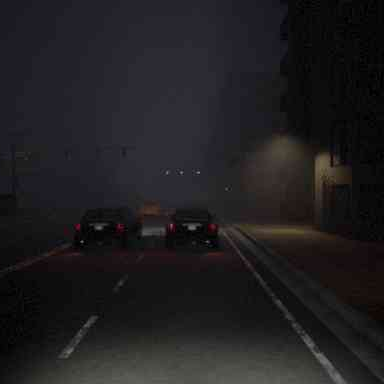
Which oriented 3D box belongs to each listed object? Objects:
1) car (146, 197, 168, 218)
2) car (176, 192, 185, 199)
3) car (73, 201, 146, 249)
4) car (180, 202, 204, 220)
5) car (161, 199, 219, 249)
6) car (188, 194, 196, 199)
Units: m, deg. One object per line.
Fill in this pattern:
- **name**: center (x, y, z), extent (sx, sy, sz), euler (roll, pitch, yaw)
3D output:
- **car**: center (-3.500, 1.483, 29.650), extent (1.882, 1.535, 5.008), euler (0, 0, 0)
- **car**: center (-3.500, 1.482, 93.720), extent (2.128, 1.511, 4.902), euler (0, 0, 0)
- **car**: center (-3.500, 1.364, 14.620), extent (2.097, 1.767, 4.553), euler (0, 0, 0)
- **car**: center (0.000, 1.615, 29.680), extent (1.895, 1.301, 4.718), euler (0, 0, 0)
- **car**: center (0.000, 1.364, 14.620), extent (2.097, 1.767, 4.553), euler (0, 0, 0)
- **car**: center (0.000, 1.518, 94.645), extent (1.994, 1.385, 4.181), euler (0, 0, 0)
